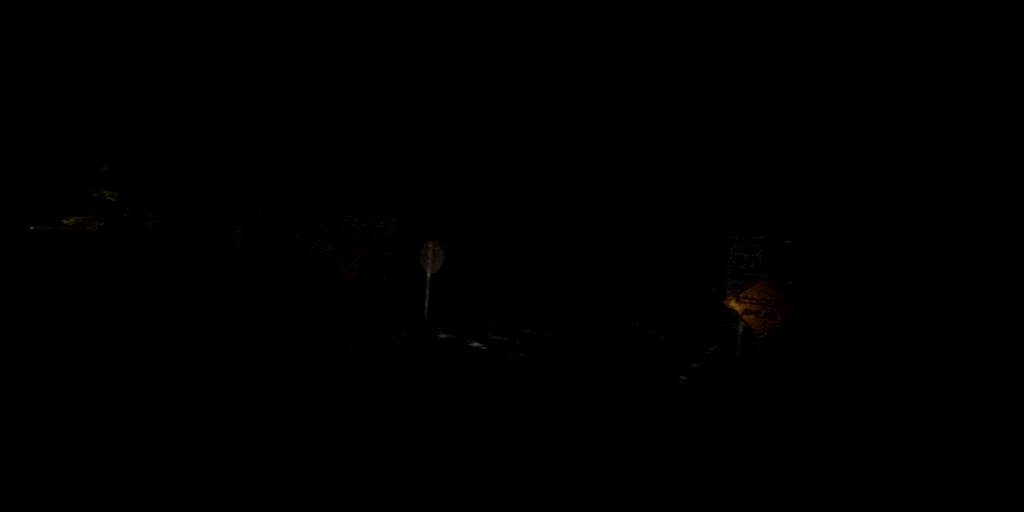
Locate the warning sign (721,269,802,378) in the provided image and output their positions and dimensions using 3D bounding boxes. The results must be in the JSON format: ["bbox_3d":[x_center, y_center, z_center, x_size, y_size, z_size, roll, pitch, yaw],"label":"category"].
[{"bbox_3d":[4.928,1.284,7.221,1.300,1.860,1.060,0,0,37],"label":"warning sign"}]
